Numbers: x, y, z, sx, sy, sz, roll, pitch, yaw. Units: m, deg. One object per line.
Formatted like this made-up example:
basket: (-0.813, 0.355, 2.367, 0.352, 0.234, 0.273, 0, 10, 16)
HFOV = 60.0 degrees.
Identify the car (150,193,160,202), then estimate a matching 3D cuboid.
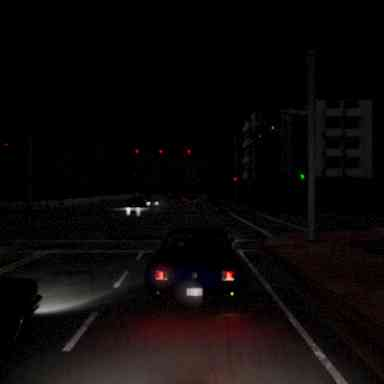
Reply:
car: (-7.093, 1.032, 61.710, 1.837, 1.490, 4.892, 0, 0, 0)

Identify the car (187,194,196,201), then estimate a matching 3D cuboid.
car: (-0.079, 1.084, 67.389, 1.895, 1.301, 4.718, 0, 0, 0)

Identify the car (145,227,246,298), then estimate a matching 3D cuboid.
car: (0.123, 1.536, 8.322, 1.895, 1.301, 4.718, 0, 0, 2)

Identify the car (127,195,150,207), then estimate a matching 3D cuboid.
car: (-7.134, 1.214, 43.337, 2.033, 1.411, 5.357, 0, 0, 0)

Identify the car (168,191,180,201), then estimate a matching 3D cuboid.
car: (-3.579, 0.715, 67.368, 2.150, 2.045, 5.566, 0, 0, 0)

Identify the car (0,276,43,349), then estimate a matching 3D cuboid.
car: (-3.449, 1.522, 3.121, 2.033, 1.411, 5.357, 0, 0, 1)
